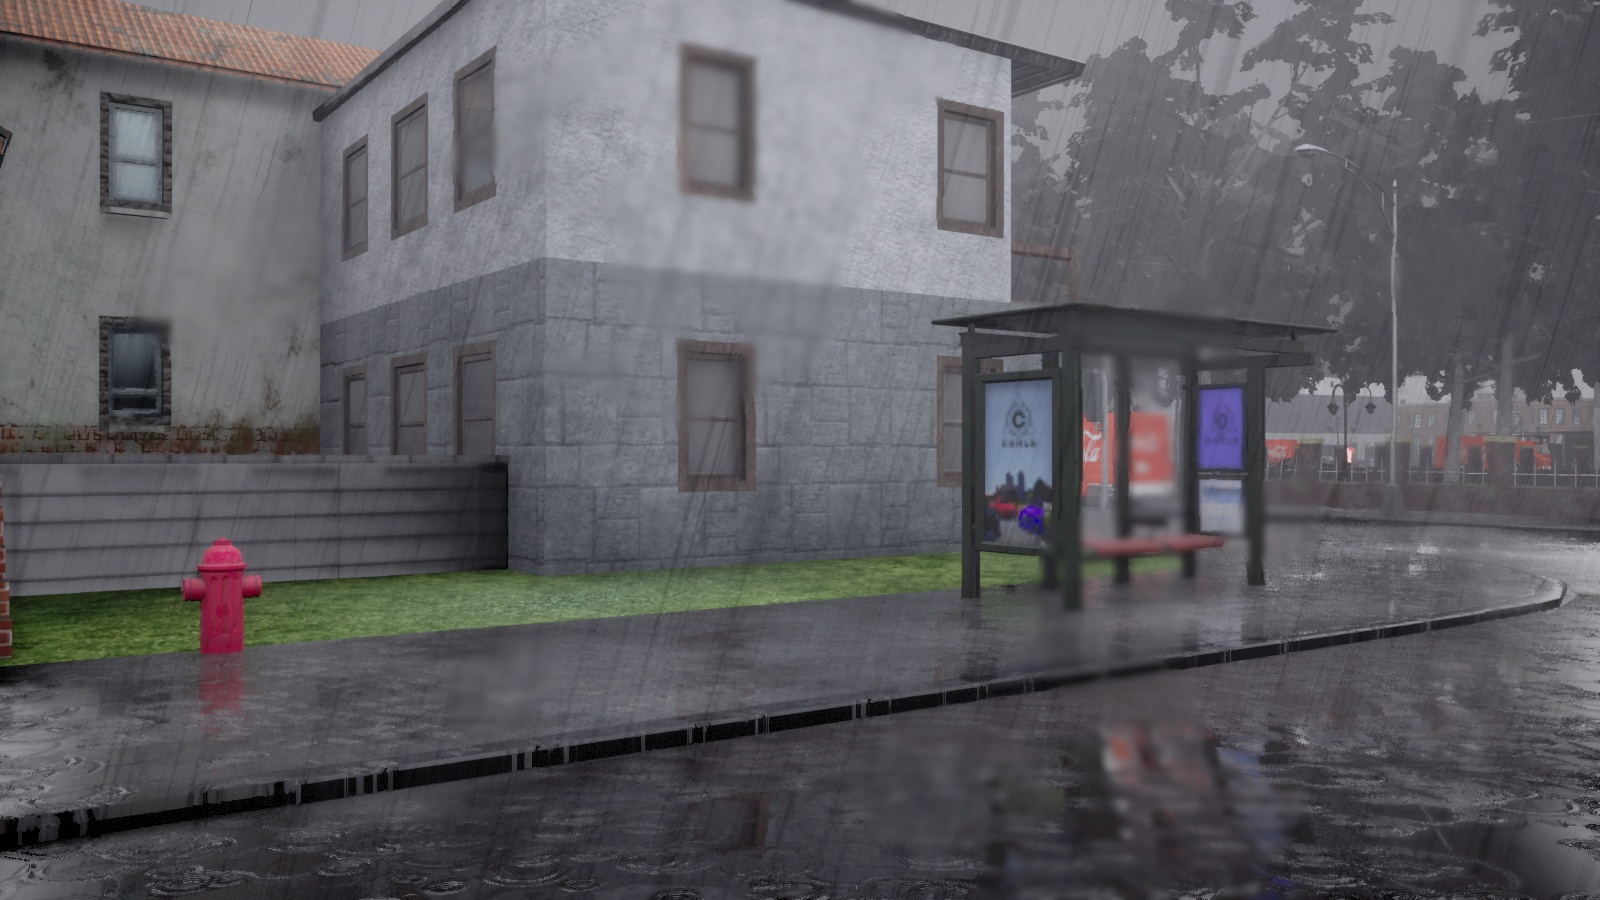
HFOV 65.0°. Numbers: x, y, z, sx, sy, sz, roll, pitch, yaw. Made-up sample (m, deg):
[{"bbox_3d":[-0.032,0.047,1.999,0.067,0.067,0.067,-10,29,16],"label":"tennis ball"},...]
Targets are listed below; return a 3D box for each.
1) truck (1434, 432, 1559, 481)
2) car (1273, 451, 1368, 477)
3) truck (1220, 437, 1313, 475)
[{"bbox_3d":[37.220,0.346,67.226,2.627,2.467,5.204,0,0,-35],"label":"truck"},{"bbox_3d":[31.268,0.817,75.621,2.128,1.511,4.902,0,0,-35],"label":"car"},{"bbox_3d":[30.827,0.396,83.161,2.627,2.467,5.204,0,0,-35],"label":"truck"}]
